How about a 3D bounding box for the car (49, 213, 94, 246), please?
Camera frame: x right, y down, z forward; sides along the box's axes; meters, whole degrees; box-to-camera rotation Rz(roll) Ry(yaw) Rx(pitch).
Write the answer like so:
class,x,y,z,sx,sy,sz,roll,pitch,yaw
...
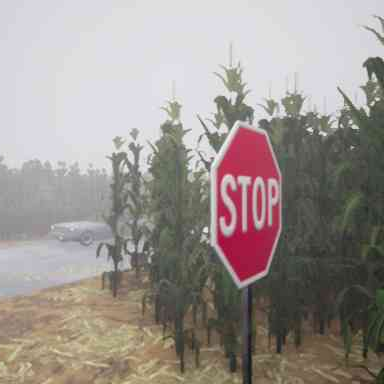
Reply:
class,x,y,z,sx,sy,sz,roll,pitch,yaw
car,-4.155,1.616,15.663,1.895,1.301,4.718,0,0,37
